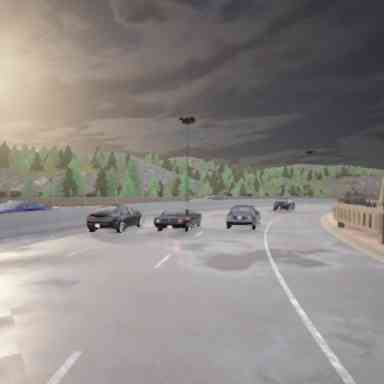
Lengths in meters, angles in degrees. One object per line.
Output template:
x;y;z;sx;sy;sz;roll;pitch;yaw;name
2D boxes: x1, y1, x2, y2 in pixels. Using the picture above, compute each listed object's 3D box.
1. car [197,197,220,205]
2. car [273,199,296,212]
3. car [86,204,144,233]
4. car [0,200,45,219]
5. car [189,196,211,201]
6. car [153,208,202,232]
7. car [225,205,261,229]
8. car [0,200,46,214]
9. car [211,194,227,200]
3.340;1.718;66.424;1.882;1.535;5.008;0;0;40;car
11.431;1.584;40.977;1.837;1.490;4.892;-1;0;29;car
-4.386;1.502;19.657;1.837;1.490;4.892;0;0;13;car
-16.101;1.496;30.431;2.128;1.511;4.902;0;0;18;car
0.613;1.648;50.502;1.812;1.442;4.674;0;-1;32;car
-0.694;1.608;20.186;1.895;1.301;4.718;0;0;13;car
3.430;1.565;21.913;2.033;1.411;5.357;0;0;15;car
-13.748;1.472;26.156;1.882;1.535;5.008;0;0;16;car
4.510;1.454;62.258;2.150;2.045;5.566;0;-1;38;car
